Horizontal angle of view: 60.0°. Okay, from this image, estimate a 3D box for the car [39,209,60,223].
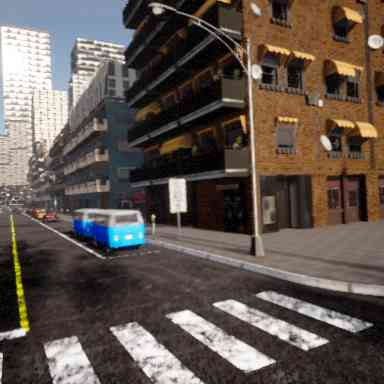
[{"bbox_3d":[-17.019,2.989,40.235,1.802,1.307,4.206,-3,0,-29],"label":"car"}]

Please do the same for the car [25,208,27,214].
[{"bbox_3d":[-33.174,3.937,69.697,2.192,1.841,5.009,-3,0,-29],"label":"car"}]

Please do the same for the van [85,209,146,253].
[{"bbox_3d":[-3.584,1.737,15.686,1.690,1.788,3.998,-3,0,-29],"label":"van"}]

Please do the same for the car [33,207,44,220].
[{"bbox_3d":[-22.483,3.343,50.204,1.752,1.417,4.829,-3,0,-29],"label":"car"}]

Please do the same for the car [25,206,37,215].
[{"bbox_3d":[-38.553,4.342,79.517,2.192,1.841,5.009,-3,0,-29],"label":"car"}]

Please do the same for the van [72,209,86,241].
[{"bbox_3d":[-6.274,1.940,20.597,1.690,1.788,3.998,-3,0,-29],"label":"van"}]

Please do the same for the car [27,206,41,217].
[{"bbox_3d":[-27.794,3.532,59.877,2.192,1.841,5.009,-3,0,-29],"label":"car"}]
